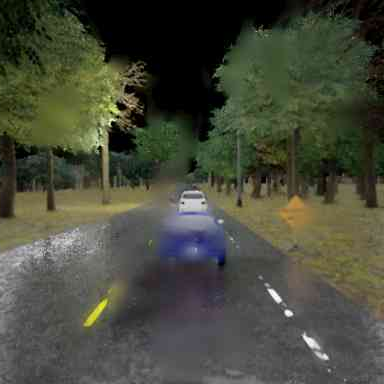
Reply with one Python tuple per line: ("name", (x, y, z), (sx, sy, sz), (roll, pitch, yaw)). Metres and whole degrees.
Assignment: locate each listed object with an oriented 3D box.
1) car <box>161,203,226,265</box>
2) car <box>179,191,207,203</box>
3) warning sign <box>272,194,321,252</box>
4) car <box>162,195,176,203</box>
("car", (0.067, 1.387, 11.349), (1.882, 1.535, 5.008), (0, 1, 1))
("car", (0.102, 0.953, 28.104), (2.150, 2.045, 5.566), (0, 1, 1))
("warning sign", (3.576, 1.025, 11.509), (1.300, 1.860, 1.060), (1, 1, 0))
("car", (-3.511, 1.044, 50.937), (1.895, 1.301, 4.718), (0, 1, 0))
